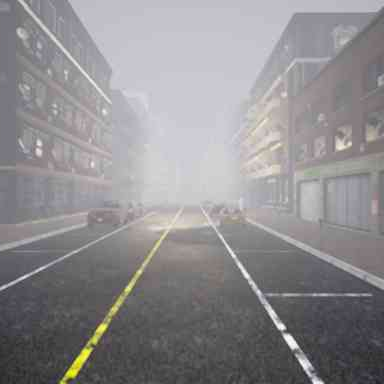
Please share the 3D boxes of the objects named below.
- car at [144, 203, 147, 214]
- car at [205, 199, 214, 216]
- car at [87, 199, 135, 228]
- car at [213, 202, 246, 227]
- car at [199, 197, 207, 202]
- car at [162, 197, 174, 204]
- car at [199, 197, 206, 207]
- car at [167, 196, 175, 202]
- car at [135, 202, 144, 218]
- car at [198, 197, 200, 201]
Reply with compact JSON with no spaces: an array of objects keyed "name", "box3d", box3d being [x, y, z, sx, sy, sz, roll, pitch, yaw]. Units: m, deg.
[{"name":"car","box3d":[-5.687,1.695,34.375,1.887,1.381,4.507,0,0,0]},{"name":"car","box3d":[2.693,1.695,34.370,1.887,1.381,4.507,0,0,0]},{"name":"car","box3d":[-5.687,1.417,23.103,2.192,1.841,5.009,0,0,0]},{"name":"car","box3d":[2.693,1.628,23.268,1.752,1.417,4.829,0,0,0]},{"name":"car","box3d":[2.695,1.930,85.096,1.947,1.339,4.313,0,0,0]},{"name":"car","box3d":[-5.686,1.868,73.827,2.008,1.369,4.403,0,0,0]},{"name":"car","box3d":[2.694,1.797,56.915,2.008,1.369,4.403,0,0,0]},{"name":"car","box3d":[-5.686,1.932,90.736,1.887,1.381,4.507,0,0,0]},{"name":"car","box3d":[-5.687,1.566,28.738,1.967,1.590,4.097,0,0,0]},{"name":"car","box3d":[2.695,1.866,79.629,1.752,1.417,4.829,0,0,0]}]
